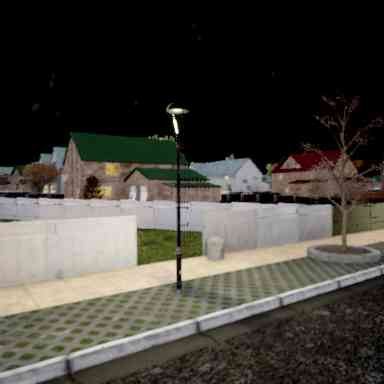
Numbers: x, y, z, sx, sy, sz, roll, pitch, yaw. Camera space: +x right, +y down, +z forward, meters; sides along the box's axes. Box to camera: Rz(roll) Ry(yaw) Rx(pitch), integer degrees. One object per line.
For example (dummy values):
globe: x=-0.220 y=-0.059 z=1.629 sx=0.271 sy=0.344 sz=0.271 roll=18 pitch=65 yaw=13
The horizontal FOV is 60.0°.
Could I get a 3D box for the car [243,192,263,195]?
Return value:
car: x=8.243 y=0.779 z=42.753 sx=2.097 sy=1.767 sz=4.553 roll=-1 pitch=1 yaw=-34
